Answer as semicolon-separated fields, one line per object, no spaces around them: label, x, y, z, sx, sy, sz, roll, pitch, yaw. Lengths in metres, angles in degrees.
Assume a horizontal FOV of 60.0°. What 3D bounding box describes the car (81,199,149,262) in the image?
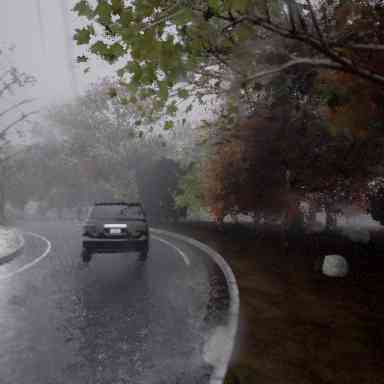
car;-2.890;1.294;12.748;2.150;2.045;5.566;1;0;-12
